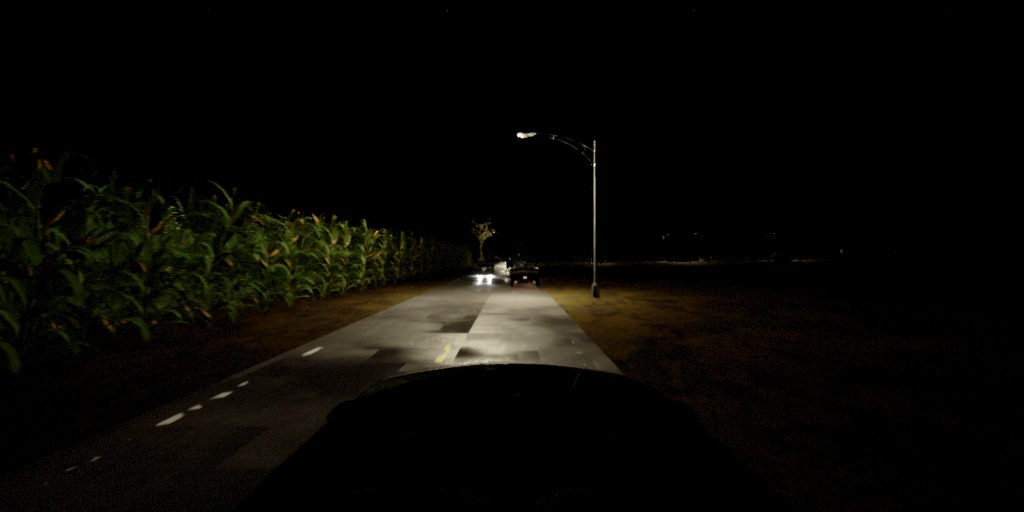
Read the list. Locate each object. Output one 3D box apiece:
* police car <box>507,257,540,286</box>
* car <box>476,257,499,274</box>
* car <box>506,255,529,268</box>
[{"bbox_3d":[0.812,1.119,24.659,1.930,1.638,5.238,0,0,0],"label":"police car"},{"bbox_3d":[-2.858,1.182,39.275,2.128,1.511,4.902,0,0,0],"label":"car"},{"bbox_3d":[0.806,0.913,34.581,2.150,2.045,5.566,0,0,0],"label":"car"}]
